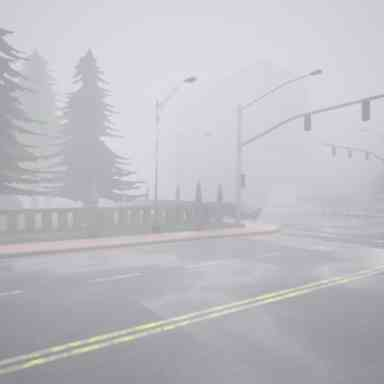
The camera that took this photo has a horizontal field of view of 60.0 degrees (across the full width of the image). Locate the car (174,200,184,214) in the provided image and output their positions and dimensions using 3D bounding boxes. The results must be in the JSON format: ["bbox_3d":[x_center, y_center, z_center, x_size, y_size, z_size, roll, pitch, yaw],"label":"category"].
[{"bbox_3d":[-1.321,1.702,38.478,1.837,1.490,4.892,1,0,-35],"label":"car"}]

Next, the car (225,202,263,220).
[{"bbox_3d":[4.122,1.702,30.815,1.837,1.490,4.892,1,0,-35],"label":"car"}]

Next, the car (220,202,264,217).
[{"bbox_3d":[5.243,1.831,35.280,1.895,1.301,4.718,1,0,-35],"label":"car"}]
